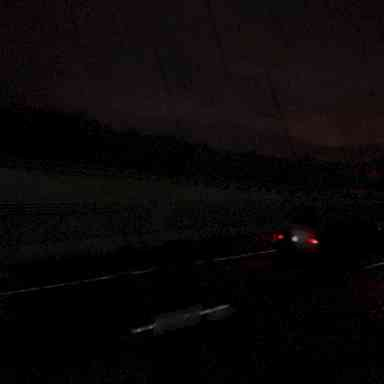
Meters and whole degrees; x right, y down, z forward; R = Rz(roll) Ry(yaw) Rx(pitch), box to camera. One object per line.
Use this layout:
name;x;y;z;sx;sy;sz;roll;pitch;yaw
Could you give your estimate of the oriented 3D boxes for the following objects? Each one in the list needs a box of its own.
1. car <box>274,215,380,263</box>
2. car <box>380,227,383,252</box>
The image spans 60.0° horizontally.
car;5.280;1.530;11.954;5.357;1.411;2.033;0;0;-36
car;7.430;1.459;9.201;5.008;1.535;1.882;0;0;-36
